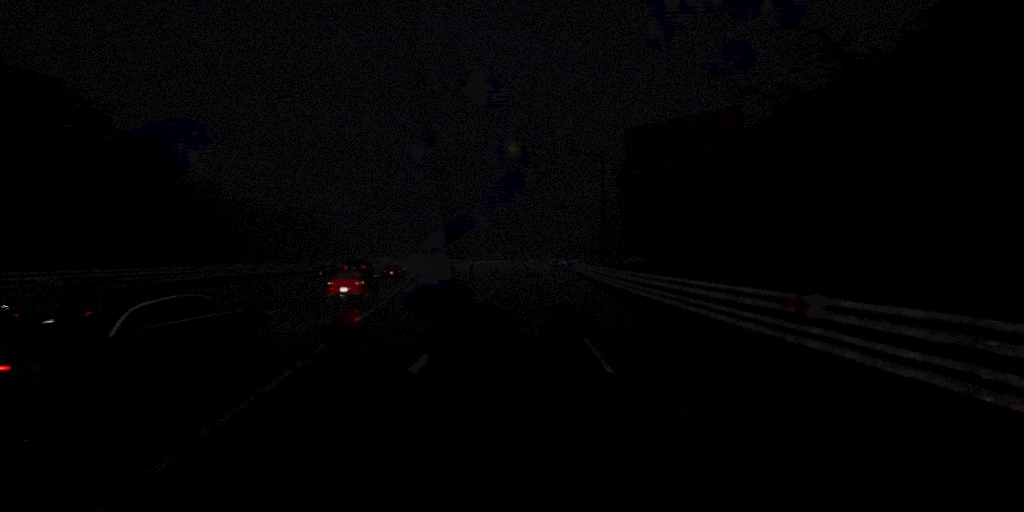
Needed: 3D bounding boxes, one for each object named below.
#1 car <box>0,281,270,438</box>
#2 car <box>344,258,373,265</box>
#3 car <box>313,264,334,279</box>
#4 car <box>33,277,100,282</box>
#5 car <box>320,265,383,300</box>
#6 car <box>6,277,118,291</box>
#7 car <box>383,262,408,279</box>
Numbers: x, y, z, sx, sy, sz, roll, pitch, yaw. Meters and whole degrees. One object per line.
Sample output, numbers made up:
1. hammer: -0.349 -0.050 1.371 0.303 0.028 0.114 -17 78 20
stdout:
1. car: -5.452 1.240 5.261 2.128 1.511 4.902 0 0 -11
2. car: -15.356 1.246 36.010 2.150 2.045 5.566 0 -1 -13
3. car: -19.320 1.530 37.555 2.128 1.511 4.902 0 -1 -13
4. car: -13.681 1.346 11.386 1.994 1.385 4.181 0 -1 -11
5. car: -8.107 1.390 18.563 1.812 1.442 4.674 0 -1 -12
6. car: -9.683 1.335 9.172 1.994 1.385 4.181 0 -1 -11
7. car: -11.984 1.595 36.296 1.994 1.385 4.181 0 -1 -13
